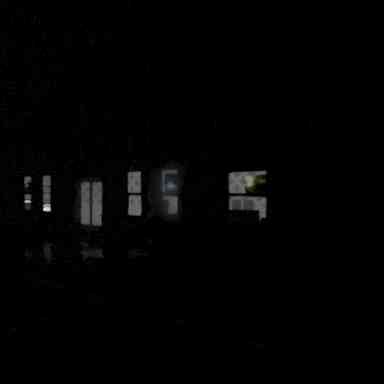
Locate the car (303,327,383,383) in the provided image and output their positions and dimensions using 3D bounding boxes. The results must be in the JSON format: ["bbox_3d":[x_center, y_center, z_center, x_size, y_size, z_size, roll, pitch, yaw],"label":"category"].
[{"bbox_3d":[2.781,1.325,0.895,5.009,1.841,2.192,0,0,36],"label":"car"}]
